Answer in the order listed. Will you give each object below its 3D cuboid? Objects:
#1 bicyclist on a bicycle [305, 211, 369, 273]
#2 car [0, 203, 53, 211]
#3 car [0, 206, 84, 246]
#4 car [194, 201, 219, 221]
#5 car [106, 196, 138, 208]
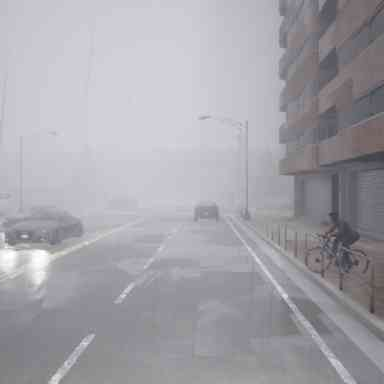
[{"bbox_3d":[3.780,1.338,8.600,1.656,1.620,0.582,4,1,2],"label":"bicyclist on a bicycle"},{"bbox_3d":[-9.713,1.547,21.322,2.033,1.411,5.357,0,0,3],"label":"car"},{"bbox_3d":[-6.502,1.564,15.083,1.994,1.385,4.181,0,0,3],"label":"car"},{"bbox_3d":[1.201,1.478,27.316,1.882,1.535,5.008,0,0,2],"label":"car"},{"bbox_3d":[-9.974,1.343,47.114,4.553,1.767,2.097,0,0,27],"label":"car"}]
